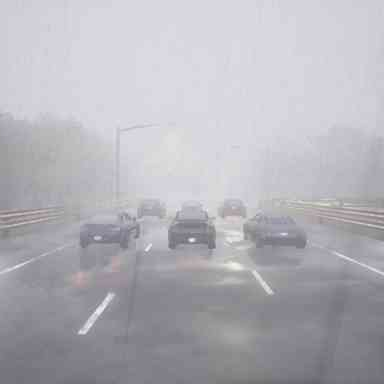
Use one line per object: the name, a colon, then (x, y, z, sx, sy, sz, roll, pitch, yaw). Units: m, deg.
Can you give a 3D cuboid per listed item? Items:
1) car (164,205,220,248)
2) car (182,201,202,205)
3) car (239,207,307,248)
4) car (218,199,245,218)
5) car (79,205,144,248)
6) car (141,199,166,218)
car: (0.000, 1.516, 14.650, 1.837, 1.490, 4.892, 0, 0, 0)
car: (0.000, 1.529, 29.649, 1.812, 1.442, 4.674, 0, 0, 0)
car: (3.500, 1.573, 14.650, 1.994, 1.385, 4.181, 0, 0, 0)
car: (3.500, 1.362, 29.620, 2.097, 1.767, 4.553, 0, 0, 0)
car: (-3.500, 1.533, 14.650, 1.812, 1.442, 4.674, 0, 0, 0)
car: (-3.500, 1.362, 29.620, 2.097, 1.767, 4.553, 0, 0, 0)
